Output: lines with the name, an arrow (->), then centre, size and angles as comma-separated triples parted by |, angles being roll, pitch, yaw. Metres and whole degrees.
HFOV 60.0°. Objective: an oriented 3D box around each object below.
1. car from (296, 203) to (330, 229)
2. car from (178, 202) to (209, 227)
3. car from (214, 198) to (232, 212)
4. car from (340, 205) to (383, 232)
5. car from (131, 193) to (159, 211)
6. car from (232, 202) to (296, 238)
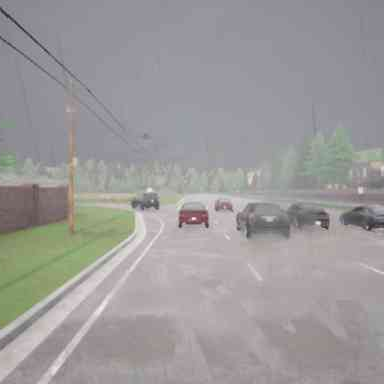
car -> 7.100, 1.475, 21.164 | 1.837, 1.490, 4.892 | 0, 1, 0
car -> 0.102, 1.441, 22.444 | 1.882, 1.535, 5.008 | 0, 0, 0
car -> 3.589, 1.467, 38.328 | 1.812, 1.442, 4.674 | 0, 0, 0
car -> 10.589, 1.495, 19.821 | 1.812, 1.442, 4.674 | 0, 0, 0
car -> -5.839, 1.162, 41.034 | 2.150, 2.045, 5.566 | 0, 0, -28
car -> 3.601, 1.324, 17.559 | 2.097, 1.767, 4.553 | 0, 0, 0
